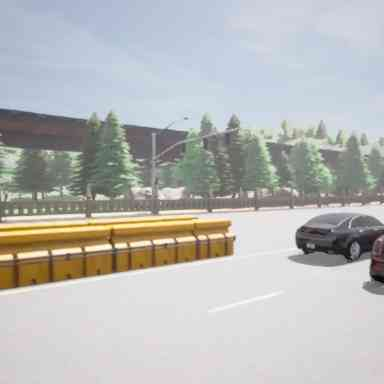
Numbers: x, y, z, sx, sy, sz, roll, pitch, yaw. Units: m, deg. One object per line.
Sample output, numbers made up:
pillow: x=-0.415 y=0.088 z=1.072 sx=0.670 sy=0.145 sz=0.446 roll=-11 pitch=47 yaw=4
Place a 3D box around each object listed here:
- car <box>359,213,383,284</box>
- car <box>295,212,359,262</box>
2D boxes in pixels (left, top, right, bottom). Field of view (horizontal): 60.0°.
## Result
car: x=6.505 y=1.355 z=8.387 sx=4.553 sy=1.767 sz=2.097 roll=0 pitch=0 yaw=-36
car: x=5.830 y=1.508 z=12.202 sx=4.892 sy=1.490 sz=1.837 roll=0 pitch=0 yaw=-35
